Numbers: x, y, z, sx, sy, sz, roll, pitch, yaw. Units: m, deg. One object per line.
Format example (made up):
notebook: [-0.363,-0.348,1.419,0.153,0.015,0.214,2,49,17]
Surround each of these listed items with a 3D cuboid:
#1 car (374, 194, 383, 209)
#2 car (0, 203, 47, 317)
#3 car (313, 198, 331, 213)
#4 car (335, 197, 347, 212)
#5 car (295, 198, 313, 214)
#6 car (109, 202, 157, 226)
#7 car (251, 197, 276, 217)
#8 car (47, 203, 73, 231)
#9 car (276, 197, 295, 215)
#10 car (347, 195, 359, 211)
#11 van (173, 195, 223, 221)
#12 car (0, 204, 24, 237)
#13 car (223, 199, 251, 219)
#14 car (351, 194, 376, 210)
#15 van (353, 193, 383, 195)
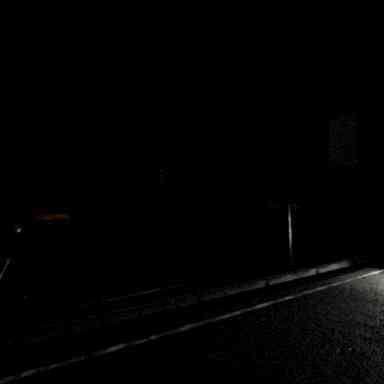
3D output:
car: [20.507,1.391,41.376,2.163,1.488,4.792,0,0,-36]
car: [-5.024,1.235,6.989,2.435,2.045,5.566,0,0,-36]
car: [11.488,1.391,34.903,2.097,1.535,5.008,0,0,-36]
car: [13.753,1.385,36.507,2.231,1.521,4.892,0,0,-36]
car: [9.214,1.274,33.310,2.185,1.767,4.553,0,0,-36]
car: [-4.301,1.482,23.580,2.163,1.488,4.792,0,0,-36]
car: [4.719,1.416,30.054,2.097,1.535,5.008,0,0,-36]
car: [-8.727,1.469,20.225,1.946,1.575,5.366,0,0,-36]
car: [6.976,1.448,31.670,2.002,1.452,4.674,0,0,-36]
car: [15.990,1.405,38.148,2.163,1.488,4.792,0,0,-36]
van: [0.130,1.209,26.924,1.878,1.987,4.442,0,0,-36]
car: [-11.110,1.510,18.786,2.163,1.488,4.792,0,0,-36]
car: [2.458,1.465,28.441,2.002,1.452,4.674,0,0,-36]
car: [18.372,1.366,39.586,1.946,1.575,5.366,0,0,-36]
van: [22.848,1.129,42.869,1.878,1.987,4.442,0,0,-36]
